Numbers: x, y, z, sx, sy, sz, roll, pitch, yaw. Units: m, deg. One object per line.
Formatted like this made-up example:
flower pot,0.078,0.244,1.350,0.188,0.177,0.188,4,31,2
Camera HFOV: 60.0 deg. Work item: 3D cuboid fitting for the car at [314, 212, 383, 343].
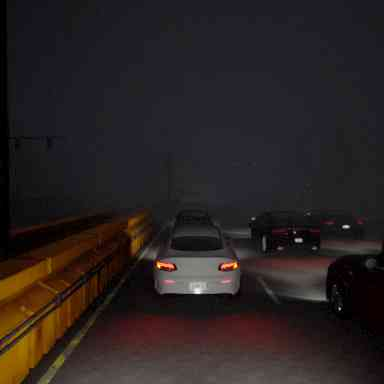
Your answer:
car,3.594,1.352,4.507,2.097,1.767,4.553,0,0,0

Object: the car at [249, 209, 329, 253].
car,3.591,1.478,13.679,1.882,1.535,5.008,0,0,0

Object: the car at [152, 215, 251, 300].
car,0.094,1.526,8.284,1.812,1.442,4.674,0,0,0

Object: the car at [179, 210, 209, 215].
car,0.088,1.601,17.406,1.895,1.301,4.718,0,0,0

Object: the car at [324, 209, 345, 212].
car,7.088,1.564,17.294,1.994,1.385,4.181,0,0,0
